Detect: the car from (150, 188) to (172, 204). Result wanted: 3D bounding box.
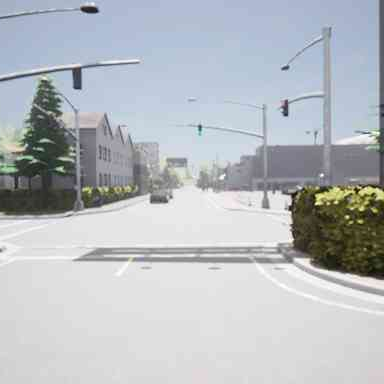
[{"bbox_3d":[-3.692,0.479,38.134,1.882,1.535,5.008,-1,2,0],"label":"car"}]

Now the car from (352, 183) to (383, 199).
[{"bbox_3d":[22.286,-0.207,41.878,1.932,1.855,4.605,-1,1,0],"label":"car"}]

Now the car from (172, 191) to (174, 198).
[{"bbox_3d":[-3.702,0.230,48.268,2.128,1.511,4.902,-1,1,0],"label":"car"}]

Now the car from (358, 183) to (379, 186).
[{"bbox_3d":[19.035,0.028,33.999,1.905,1.878,3.866,-1,1,0],"label":"car"}]

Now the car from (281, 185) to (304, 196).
[{"bbox_3d":[15.303,-0.158,51.862,2.007,1.523,4.514,-1,1,0],"label":"car"}]

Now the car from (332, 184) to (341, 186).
[{"bbox_3d":[25.346,-0.650,59.270,2.152,1.636,5.027,-1,1,0],"label":"car"}]
